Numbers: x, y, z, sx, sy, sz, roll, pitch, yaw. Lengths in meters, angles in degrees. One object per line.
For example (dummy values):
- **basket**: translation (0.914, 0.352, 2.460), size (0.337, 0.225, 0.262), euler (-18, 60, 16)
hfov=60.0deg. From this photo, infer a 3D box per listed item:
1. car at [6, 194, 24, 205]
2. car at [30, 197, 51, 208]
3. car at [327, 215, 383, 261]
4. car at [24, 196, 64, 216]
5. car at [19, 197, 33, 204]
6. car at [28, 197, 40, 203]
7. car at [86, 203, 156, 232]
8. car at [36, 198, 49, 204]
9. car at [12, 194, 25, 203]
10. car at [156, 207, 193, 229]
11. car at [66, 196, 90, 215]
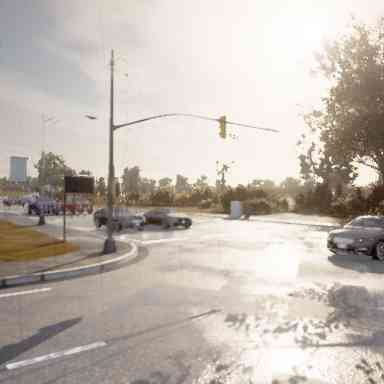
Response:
- **car**: translation (-25.846, 1.263, 48.428), size (2.097, 1.767, 4.553), euler (1, -1, -38)
- **car**: translation (-23.078, 1.520, 50.564), size (1.837, 1.490, 4.892), euler (1, -1, -38)
- **car**: translation (7.362, 1.697, 13.288), size (4.902, 1.511, 2.128), euler (1, -1, -35)
- **car**: translation (-16.004, 1.438, 35.802), size (2.150, 2.045, 5.566), euler (1, -1, -38)
- **car**: translation (-37.510, 1.955, 75.195), size (2.033, 1.411, 5.357), euler (1, -1, -36)
- **car**: translation (-40.697, 1.928, 85.605), size (1.812, 1.442, 4.674), euler (1, -1, -35)
- **car**: translation (-4.740, 1.667, 21.545), size (2.128, 1.511, 4.902), euler (1, -1, -38)
- **car**: translation (-34.726, 2.058, 77.316), size (1.895, 1.301, 4.718), euler (1, -1, -36)
- **car**: translation (-43.580, 1.600, 83.628), size (2.150, 2.045, 5.566), euler (1, -1, -35)
- **car**: translation (-1.777, 1.788, 23.439), size (1.994, 1.385, 4.181), euler (1, -1, -38)
- **car**: translation (-13.059, 1.485, 37.722), size (2.150, 2.045, 5.566), euler (1, -1, -38)
